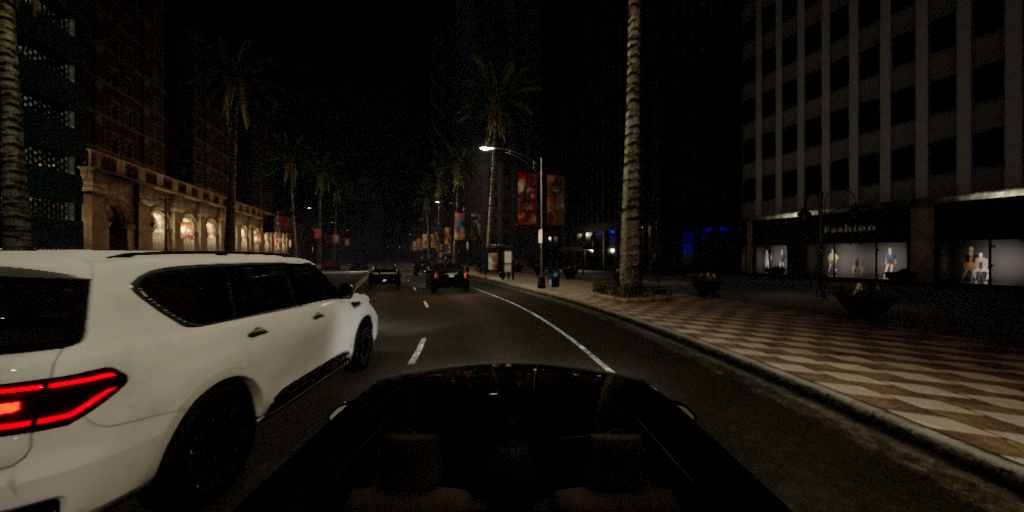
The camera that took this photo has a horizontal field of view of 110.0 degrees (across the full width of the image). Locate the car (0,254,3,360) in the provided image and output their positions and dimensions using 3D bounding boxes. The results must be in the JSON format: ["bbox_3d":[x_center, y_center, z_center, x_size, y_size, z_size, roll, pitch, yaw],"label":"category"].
[{"bbox_3d":[-10.642,0.970,4.034,2.150,2.045,5.566,0,0,-5],"label":"car"}]

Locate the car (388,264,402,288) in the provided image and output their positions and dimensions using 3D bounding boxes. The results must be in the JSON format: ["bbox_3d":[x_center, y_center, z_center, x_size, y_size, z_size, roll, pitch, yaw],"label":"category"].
[{"bbox_3d":[-8.281,1.231,23.418,2.128,1.511,4.902,0,0,-18],"label":"car"}]

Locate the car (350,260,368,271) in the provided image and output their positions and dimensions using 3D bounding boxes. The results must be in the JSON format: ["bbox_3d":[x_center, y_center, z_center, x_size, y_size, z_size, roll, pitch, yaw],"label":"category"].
[{"bbox_3d":[-20.731,1.300,48.760,1.994,1.385,4.181,0,0,-19],"label":"car"}]

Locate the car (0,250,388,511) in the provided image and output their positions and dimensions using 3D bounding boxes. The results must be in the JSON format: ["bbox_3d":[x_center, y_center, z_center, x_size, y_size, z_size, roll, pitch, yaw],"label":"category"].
[{"bbox_3d":[-3.513,0.970,4.424,2.150,2.045,5.566,0,0,-3],"label":"car"}]

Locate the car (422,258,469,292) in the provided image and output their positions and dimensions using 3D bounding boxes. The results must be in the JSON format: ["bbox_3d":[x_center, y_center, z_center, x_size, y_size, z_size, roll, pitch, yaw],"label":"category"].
[{"bbox_3d":[-3.941,1.094,21.343,2.097,1.767,4.553,0,0,-18],"label":"car"}]

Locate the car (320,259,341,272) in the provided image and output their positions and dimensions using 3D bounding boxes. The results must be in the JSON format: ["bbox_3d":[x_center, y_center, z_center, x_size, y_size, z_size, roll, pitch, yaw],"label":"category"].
[{"bbox_3d":[-24.052,1.217,47.656,1.882,1.535,5.008,0,0,-19],"label":"car"}]

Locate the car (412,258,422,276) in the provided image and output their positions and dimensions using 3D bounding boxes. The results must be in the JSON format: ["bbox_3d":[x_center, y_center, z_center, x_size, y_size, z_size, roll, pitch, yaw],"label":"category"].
[{"bbox_3d":[-9.173,1.238,36.941,1.837,1.490,4.892,0,0,-19],"label":"car"}]
